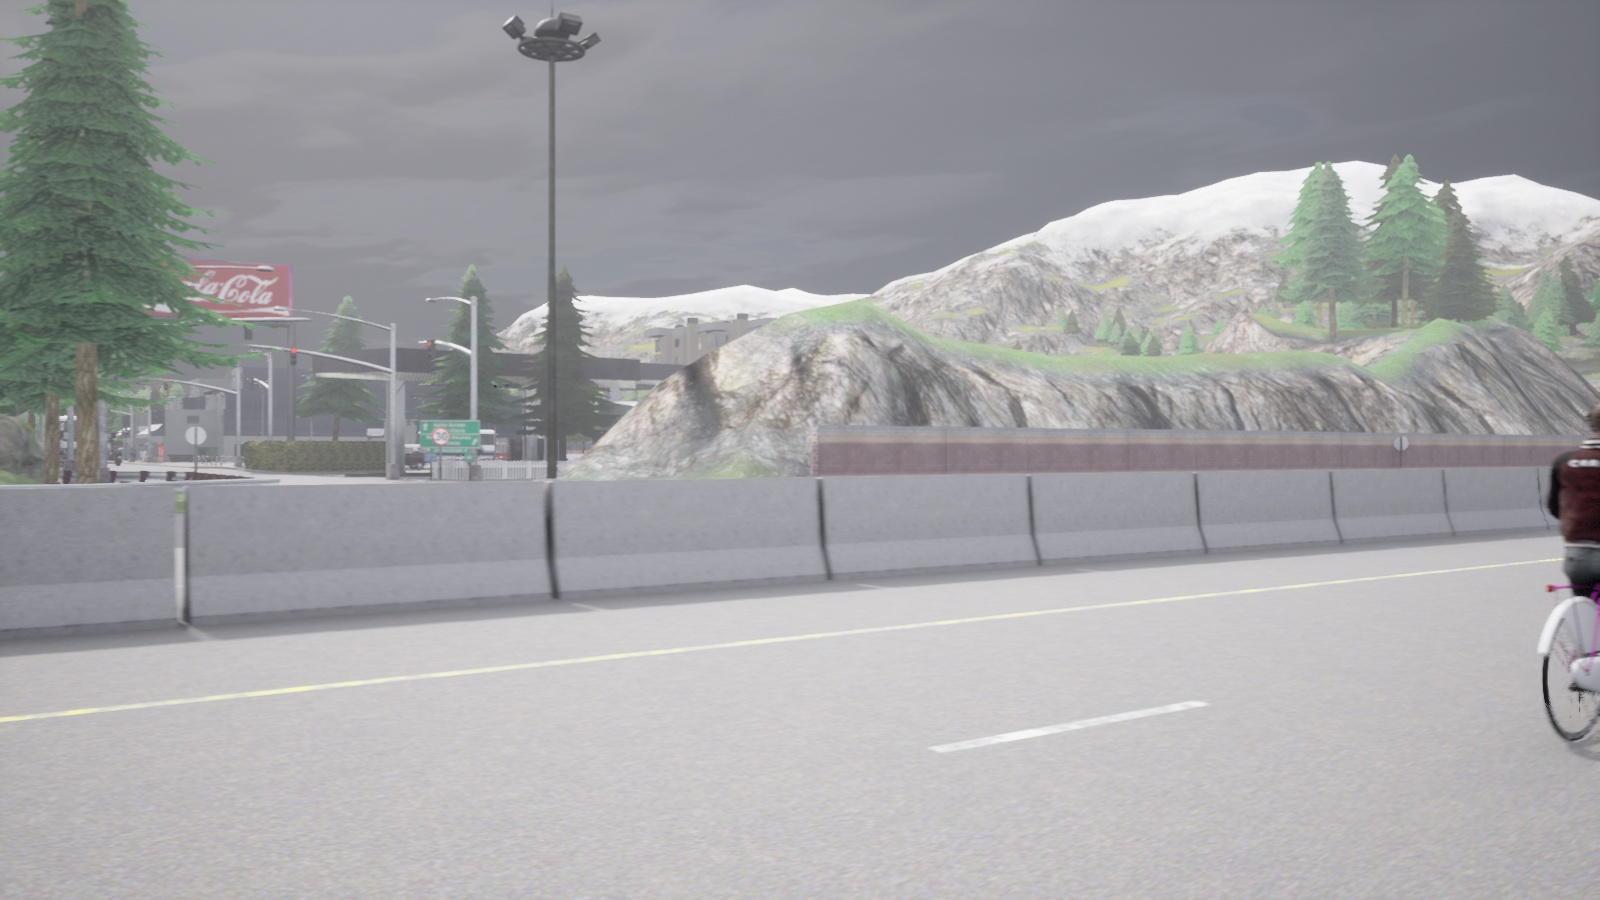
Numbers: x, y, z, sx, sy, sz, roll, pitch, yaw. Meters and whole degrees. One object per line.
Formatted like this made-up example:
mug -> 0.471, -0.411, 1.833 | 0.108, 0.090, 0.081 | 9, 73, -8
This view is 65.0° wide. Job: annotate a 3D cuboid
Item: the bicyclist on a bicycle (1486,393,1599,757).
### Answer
bicyclist on a bicycle -> 4.532, 0.604, 6.814 | 1.843, 1.776, 0.659 | 0, 0, -35
